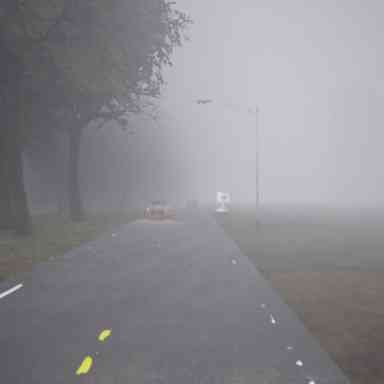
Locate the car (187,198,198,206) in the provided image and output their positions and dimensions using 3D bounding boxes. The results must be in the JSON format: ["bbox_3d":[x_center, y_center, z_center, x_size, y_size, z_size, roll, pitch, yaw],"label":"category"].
[{"bbox_3d":[0.028,1.817,62.158,1.994,1.385,4.181,0,0,0],"label":"car"}]

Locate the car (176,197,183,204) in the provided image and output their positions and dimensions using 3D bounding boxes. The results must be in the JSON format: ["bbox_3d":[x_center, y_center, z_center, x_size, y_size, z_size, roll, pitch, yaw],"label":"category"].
[{"bbox_3d":[-2.718,1.849,71.548,2.033,1.411,5.357,0,0,0],"label":"car"}]

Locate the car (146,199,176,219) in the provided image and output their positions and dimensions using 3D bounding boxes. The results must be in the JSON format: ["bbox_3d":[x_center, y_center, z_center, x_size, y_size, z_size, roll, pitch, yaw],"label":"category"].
[{"bbox_3d":[-2.832,1.409,29.560,2.097,1.767,4.553,0,0,0],"label":"car"}]

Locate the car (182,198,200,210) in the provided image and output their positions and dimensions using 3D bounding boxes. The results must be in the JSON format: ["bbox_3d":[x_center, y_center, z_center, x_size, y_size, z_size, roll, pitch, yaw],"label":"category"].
[{"bbox_3d":[0.059,1.699,46.723,2.033,1.411,5.357,0,0,1],"label":"car"}]

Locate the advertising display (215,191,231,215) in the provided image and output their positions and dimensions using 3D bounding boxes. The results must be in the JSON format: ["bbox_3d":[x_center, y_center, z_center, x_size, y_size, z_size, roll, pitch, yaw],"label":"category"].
[{"bbox_3d":[3.155,1.101,33.663,1.540,2.440,0.280,1,0,0],"label":"advertising display"}]
